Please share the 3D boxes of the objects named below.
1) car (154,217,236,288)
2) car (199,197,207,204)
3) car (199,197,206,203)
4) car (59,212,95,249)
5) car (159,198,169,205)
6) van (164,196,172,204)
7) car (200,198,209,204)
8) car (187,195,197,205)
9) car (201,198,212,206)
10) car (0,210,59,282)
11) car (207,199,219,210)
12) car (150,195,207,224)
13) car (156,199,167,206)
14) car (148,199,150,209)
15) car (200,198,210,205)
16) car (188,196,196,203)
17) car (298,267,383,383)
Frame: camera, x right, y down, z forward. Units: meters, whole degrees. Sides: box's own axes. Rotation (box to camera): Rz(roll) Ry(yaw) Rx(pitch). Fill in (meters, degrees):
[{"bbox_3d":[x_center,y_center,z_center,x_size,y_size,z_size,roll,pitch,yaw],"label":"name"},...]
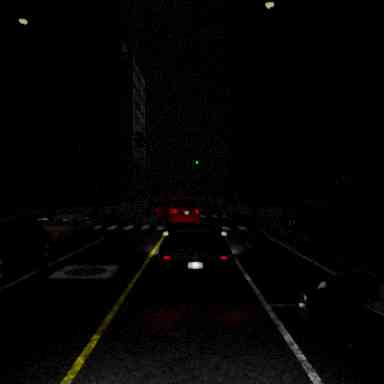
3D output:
[{"bbox_3d":[0.083,1.622,9.446,1.994,1.385,4.181,0,0,0],"label":"car"},{"bbox_3d":[2.731,2.031,79.908,1.752,1.417,4.829,0,0,0],"label":"car"},{"bbox_3d":[2.727,2.103,90.782,1.752,1.417,4.829,0,0,0],"label":"car"},{"bbox_3d":[-5.768,1.616,14.970,1.752,1.417,4.829,0,0,0],"label":"car"},{"bbox_3d":[-5.789,1.956,68.690,1.752,1.417,4.829,0,0,0],"label":"car"},{"bbox_3d":[-5.794,1.845,79.736,1.690,1.788,3.998,0,0,0],"label":"van"},{"bbox_3d":[2.734,2.013,74.300,1.887,1.381,4.507,0,0,0],"label":"car"},{"bbox_3d":[-0.027,1.685,73.042,2.150,2.045,5.566,0,0,0],"label":"car"},{"bbox_3d":[2.738,1.948,63.425,2.008,1.369,4.403,0,0,0],"label":"car"},{"bbox_3d":[-5.766,1.499,9.684,1.967,1.590,4.097,0,0,0],"label":"car"},{"bbox_3d":[2.745,1.732,47.114,1.967,1.590,4.097,0,0,0],"label":"car"},{"bbox_3d":[-1.146,1.367,23.018,2.150,2.045,5.566,2,0,-18],"label":"car"},{"bbox_3d":[-5.787,1.979,63.421,1.802,1.307,4.206,0,0,0],"label":"car"},{"bbox_3d":[-5.783,1.641,52.548,2.192,1.841,5.009,0,0,0],"label":"car"},{"bbox_3d":[2.736,1.977,68.863,1.887,1.381,4.507,0,0,0],"label":"car"},{"bbox_3d":[-0.032,1.886,83.655,2.097,1.767,4.553,0,0,0],"label":"car"},{"bbox_3d":[2.762,1.592,4.231,1.947,1.339,4.313,0,0,0],"label":"car"}]
